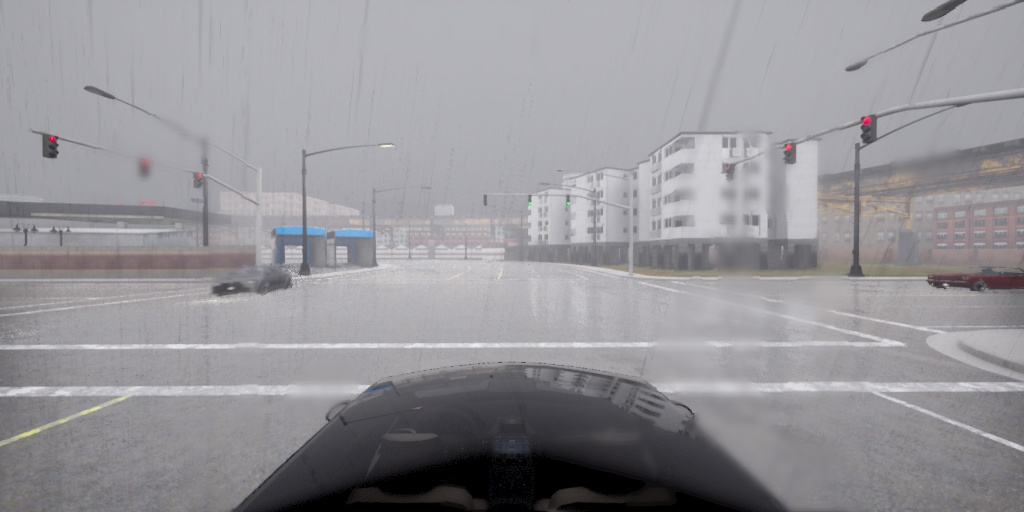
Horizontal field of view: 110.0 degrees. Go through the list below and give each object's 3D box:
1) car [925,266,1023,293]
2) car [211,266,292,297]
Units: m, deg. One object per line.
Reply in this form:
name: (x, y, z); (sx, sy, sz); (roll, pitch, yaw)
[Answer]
car: (25.259, 1.213, 19.105); (4.718, 1.301, 1.895); (0, 1, -1)
car: (-12.785, 1.228, 17.892); (1.994, 1.385, 4.181); (-1, 1, -9)
